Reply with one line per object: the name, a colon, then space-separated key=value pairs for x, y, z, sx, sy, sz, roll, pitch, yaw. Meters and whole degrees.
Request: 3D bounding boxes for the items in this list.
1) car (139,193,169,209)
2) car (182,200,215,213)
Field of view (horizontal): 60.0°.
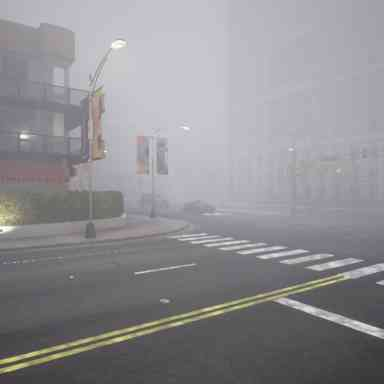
car: x=-5.237 y=1.221 z=45.321 sx=2.150 sy=2.045 sz=5.566 roll=0 pitch=0 yaw=-35
car: x=0.701 y=1.564 z=36.686 sx=1.994 sy=1.385 sz=4.181 roll=0 pitch=0 yaw=-35
